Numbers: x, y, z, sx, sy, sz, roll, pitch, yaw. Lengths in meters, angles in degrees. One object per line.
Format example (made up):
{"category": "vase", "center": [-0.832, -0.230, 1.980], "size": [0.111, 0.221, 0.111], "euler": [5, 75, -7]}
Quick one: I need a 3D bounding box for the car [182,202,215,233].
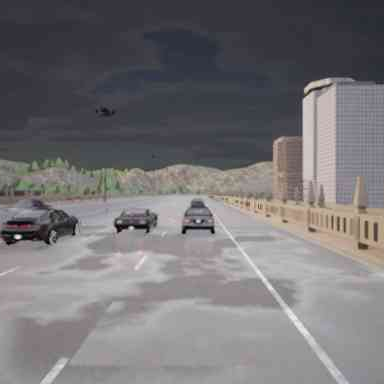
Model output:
{"category": "car", "center": [0.364, 1.558, 19.654], "size": [2.033, 1.411, 5.357], "euler": [0, 0, 1]}

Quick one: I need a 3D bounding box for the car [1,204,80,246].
{"category": "car", "center": [-6.694, 1.488, 15.270], "size": [1.837, 1.490, 4.892], "euler": [0, 0, 1]}

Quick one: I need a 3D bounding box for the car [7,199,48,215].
{"category": "car", "center": [-17.084, 1.488, 34.880], "size": [1.837, 1.490, 4.892], "euler": [0, -1, 1]}

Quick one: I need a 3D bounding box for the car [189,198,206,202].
{"category": "car", "center": [0.699, 1.565, 42.866], "size": [1.837, 1.490, 4.892], "euler": [0, 0, 1]}

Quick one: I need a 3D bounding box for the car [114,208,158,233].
{"category": "car", "center": [-3.137, 1.600, 19.617], "size": [1.895, 1.301, 4.718], "euler": [0, 0, 1]}

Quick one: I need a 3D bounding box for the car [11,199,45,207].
{"category": "car", "center": [-13.692, 1.525, 27.881], "size": [2.033, 1.411, 5.357], "euler": [0, 0, 1]}
